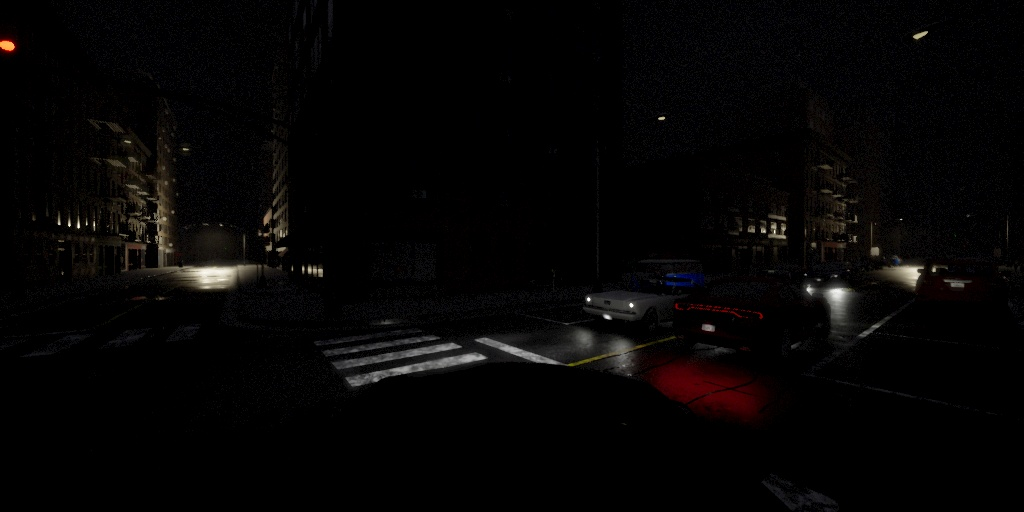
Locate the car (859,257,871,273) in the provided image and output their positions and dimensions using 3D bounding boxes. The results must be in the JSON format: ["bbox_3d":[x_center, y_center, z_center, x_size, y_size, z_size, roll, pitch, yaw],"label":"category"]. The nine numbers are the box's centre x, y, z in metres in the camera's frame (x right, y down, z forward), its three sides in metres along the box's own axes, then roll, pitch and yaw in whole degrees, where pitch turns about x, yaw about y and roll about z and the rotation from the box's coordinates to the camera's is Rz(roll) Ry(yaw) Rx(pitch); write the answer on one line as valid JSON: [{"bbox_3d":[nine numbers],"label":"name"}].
[{"bbox_3d":[37.091,1.116,39.161,4.403,1.370,2.007,0,0,-37],"label":"car"}]

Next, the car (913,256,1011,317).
[{"bbox_3d":[16.263,1.014,13.008,5.009,1.841,2.192,0,0,-37],"label":"car"}]

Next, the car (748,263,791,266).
[{"bbox_3d":[15.624,1.222,22.733,4.313,1.339,1.948,0,0,-37],"label":"car"}]

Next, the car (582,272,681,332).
[{"bbox_3d":[4.362,1.318,10.885,4.718,1.301,1.895,0,0,-35],"label":"car"}]

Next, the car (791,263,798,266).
[{"bbox_3d":[19.918,1.183,26.019,4.507,1.381,1.888,0,0,-37],"label":"car"}]

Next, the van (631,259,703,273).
[{"bbox_3d":[7.038,1.032,16.162,3.998,1.789,1.690,0,0,-37],"label":"van"}]

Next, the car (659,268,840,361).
[{"bbox_3d":[5.701,1.205,8.325,5.008,1.535,1.882,0,0,-37],"label":"car"}]

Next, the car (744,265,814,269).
[{"bbox_3d":[12.319,1.285,16.982,4.718,1.301,1.895,0,0,-38],"label":"car"}]

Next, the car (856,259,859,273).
[{"bbox_3d":[32.663,1.109,35.772,4.829,1.417,1.751,0,0,-37],"label":"car"}]

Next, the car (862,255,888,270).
[{"bbox_3d":[45.677,0.844,45.732,5.009,1.841,2.192,0,0,-37],"label":"car"}]

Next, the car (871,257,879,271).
[{"bbox_3d":[41.384,1.113,42.446,4.313,1.339,1.948,0,0,-37],"label":"car"}]

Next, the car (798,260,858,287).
[{"bbox_3d":[20.532,1.176,23.253,4.674,1.442,1.812,0,0,-37],"label":"car"}]
